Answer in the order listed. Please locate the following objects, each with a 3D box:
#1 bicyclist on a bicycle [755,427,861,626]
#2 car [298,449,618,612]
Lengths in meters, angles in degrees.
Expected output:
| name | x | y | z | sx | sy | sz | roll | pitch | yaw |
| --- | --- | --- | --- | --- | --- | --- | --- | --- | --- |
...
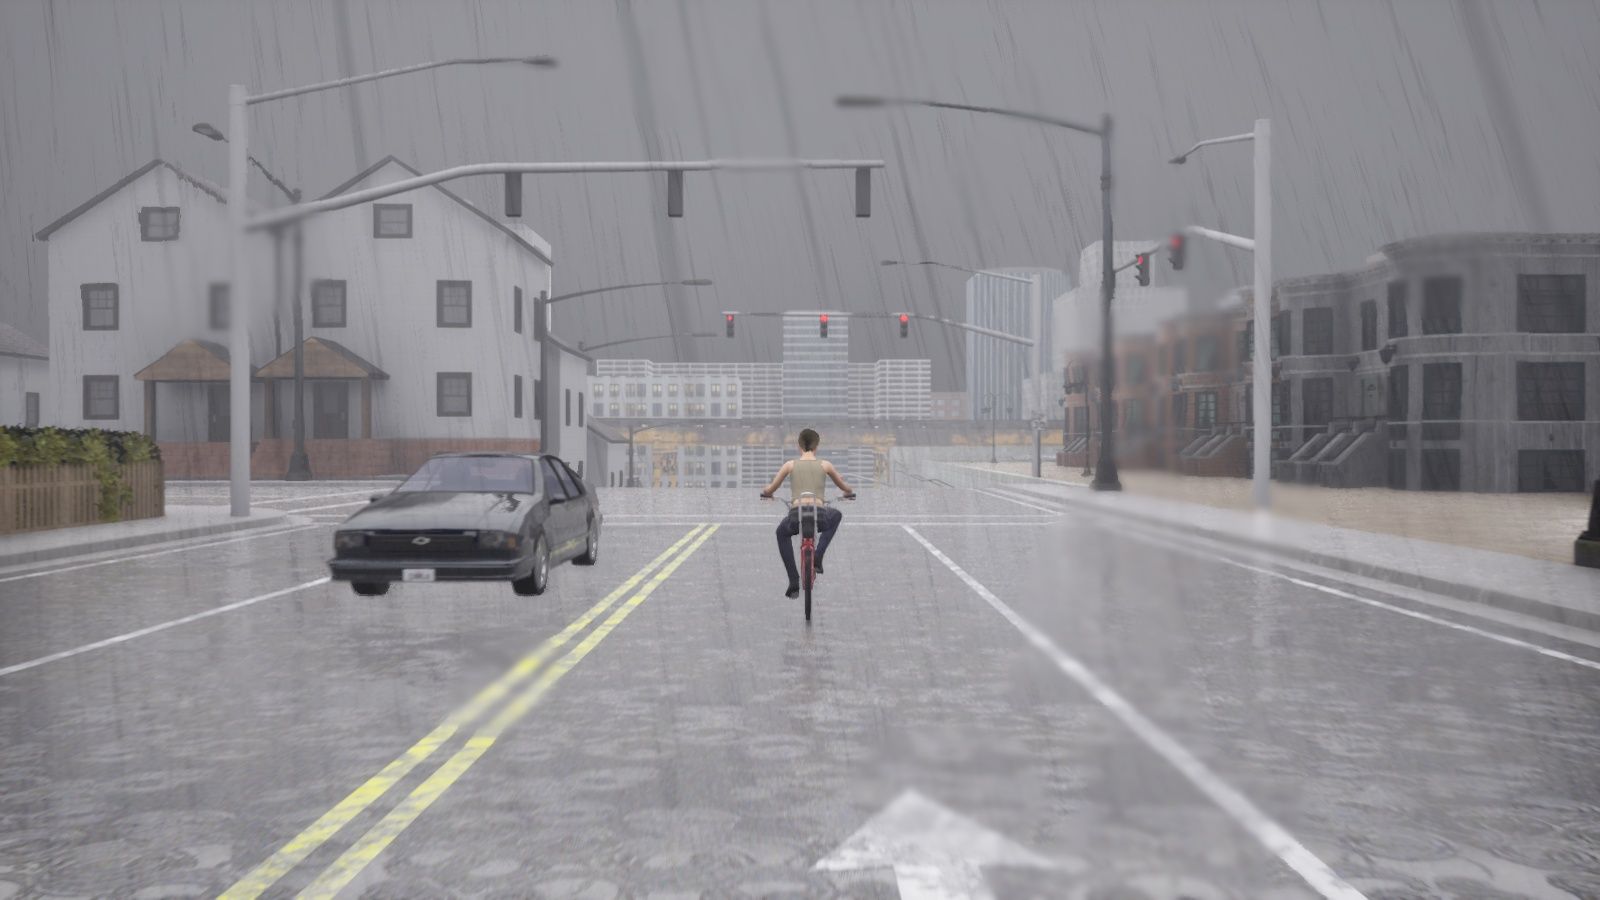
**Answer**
| name | x | y | z | sx | sy | sz | roll | pitch | yaw |
| --- | --- | --- | --- | --- | --- | --- | --- | --- | --- |
| bicyclist on a bicycle | 0.070 | 0.621 | 10.960 | 0.866 | 1.612 | 1.509 | 0 | 0 | 0 |
| car | -3.415 | 0.713 | 13.793 | 2.033 | 1.411 | 5.357 | 0 | 0 | 0 |
